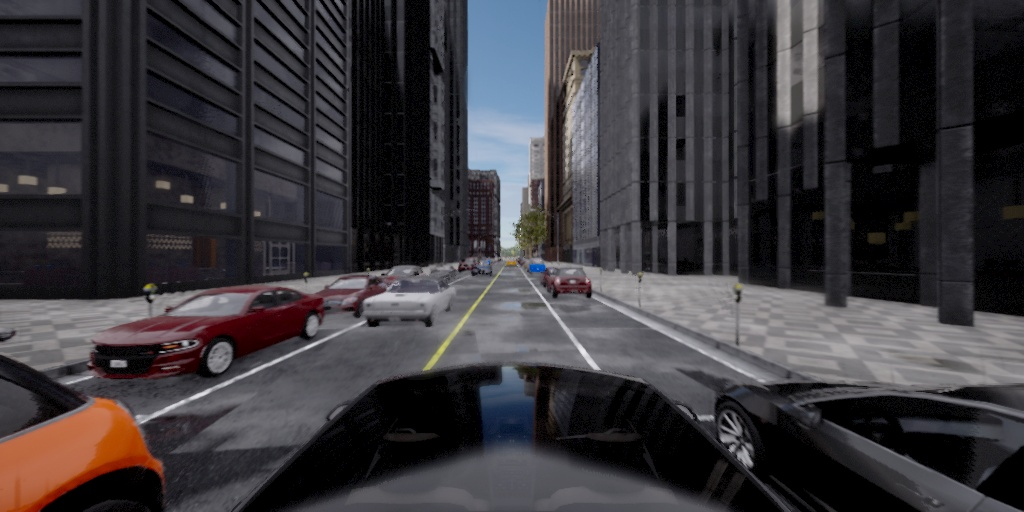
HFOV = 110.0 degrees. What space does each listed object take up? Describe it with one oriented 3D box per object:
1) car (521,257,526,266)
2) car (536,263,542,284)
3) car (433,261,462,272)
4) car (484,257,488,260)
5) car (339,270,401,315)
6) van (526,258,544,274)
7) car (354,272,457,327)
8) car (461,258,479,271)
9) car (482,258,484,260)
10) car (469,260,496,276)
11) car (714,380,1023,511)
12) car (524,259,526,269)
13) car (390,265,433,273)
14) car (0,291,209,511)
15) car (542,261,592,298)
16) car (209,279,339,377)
[{"bbox_3d":[2.806,1.360,58.368,1.751,1.417,4.829,0,0,1],"label":"car"},{"bbox_3d":[2.836,1.382,24.319,1.802,1.307,4.207,0,0,0],"label":"car"},{"bbox_3d":[-5.695,1.366,29.973,2.007,1.370,4.403,0,0,0],"label":"car"},{"bbox_3d":[-5.733,1.365,63.605,1.751,1.417,4.829,0,0,1],"label":"car"},{"bbox_3d":[-5.678,1.361,13.055,1.802,1.307,4.207,0,0,0],"label":"car"},{"bbox_3d":[2.819,1.168,41.239,1.690,1.789,3.998,0,0,0],"label":"van"},{"bbox_3d":[-3.099,1.375,11.697,1.895,1.301,4.718,0,0,0],"label":"car"},{"bbox_3d":[-5.713,1.150,46.893,2.192,1.841,5.009,0,0,0],"label":"car"},{"bbox_3d":[-5.718,1.153,52.533,2.192,1.841,5.009,0,0,0],"label":"car"},{"bbox_3d":[-3.035,1.426,37.472,1.994,1.385,4.181,0,0,0],"label":"car"},{"bbox_3d":[2.859,1.314,1.759,1.948,1.339,4.313,0,0,0],"label":"car"},{"bbox_3d":[2.813,1.357,47.052,1.751,1.417,4.829,0,0,0],"label":"car"},{"bbox_3d":[-5.684,1.232,18.694,1.967,1.591,4.097,0,0,0],"label":"car"},{"bbox_3d":[-3.097,1.100,0.130,2.097,1.767,4.553,0,0,0],"label":"car"},{"bbox_3d":[2.842,1.227,18.678,1.967,1.591,4.097,0,0,0],"label":"car"},{"bbox_3d":[-5.673,1.311,7.415,1.888,1.381,4.507,0,0,0],"label":"car"}]
